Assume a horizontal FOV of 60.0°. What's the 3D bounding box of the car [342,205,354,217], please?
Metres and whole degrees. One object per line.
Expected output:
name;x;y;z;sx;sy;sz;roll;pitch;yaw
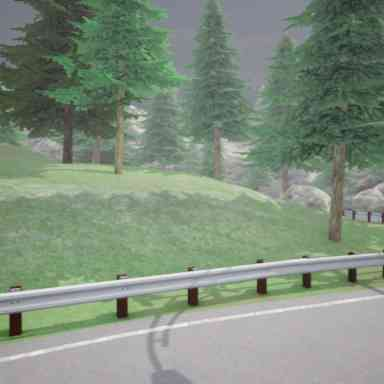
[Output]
car;13.107;1.584;31.433;1.994;1.385;4.181;0;0;-28
